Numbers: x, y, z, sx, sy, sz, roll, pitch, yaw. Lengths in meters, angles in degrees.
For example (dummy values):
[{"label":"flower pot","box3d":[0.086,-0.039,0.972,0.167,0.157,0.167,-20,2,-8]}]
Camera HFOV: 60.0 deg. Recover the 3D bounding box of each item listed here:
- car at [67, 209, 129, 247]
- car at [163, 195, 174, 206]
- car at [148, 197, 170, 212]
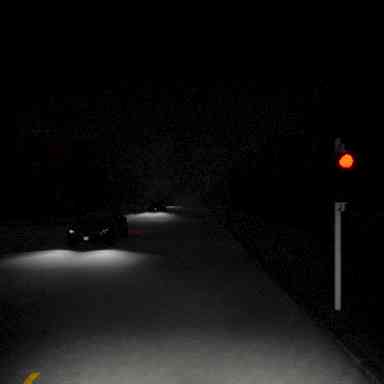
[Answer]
[{"label":"car","box3d":[-4.102,1.525,15.210,1.812,1.442,4.674,0,0,0]},{"label":"car","box3d":[-4.061,1.353,53.632,2.097,1.767,4.553,0,0,0]},{"label":"car","box3d":[-4.087,1.601,39.454,1.895,1.301,4.718,0,0,0]}]
